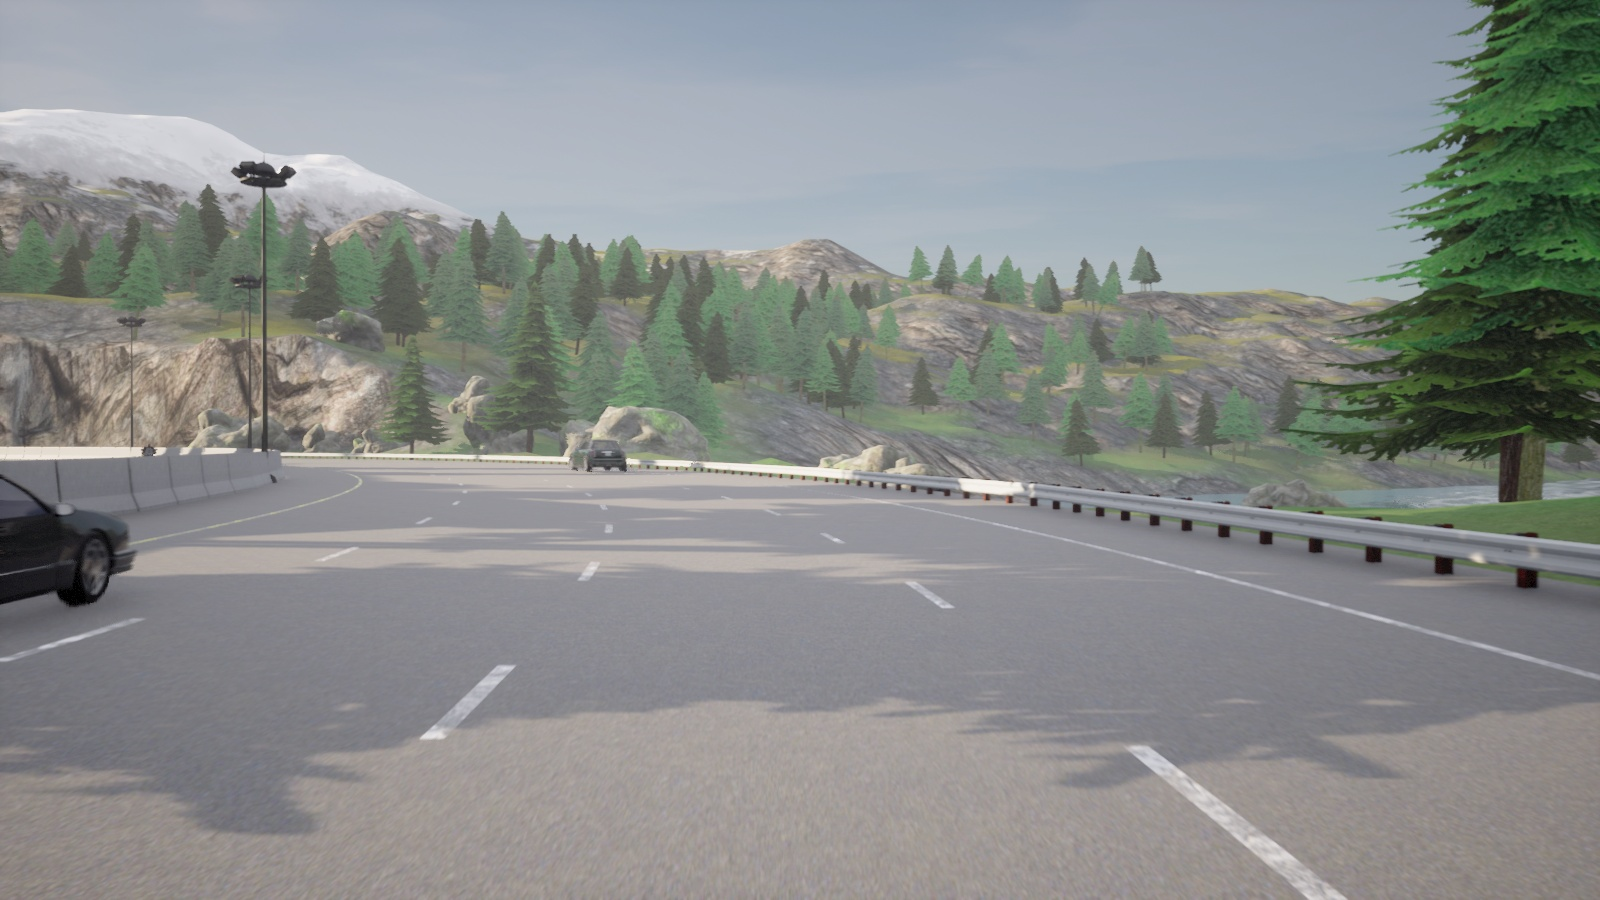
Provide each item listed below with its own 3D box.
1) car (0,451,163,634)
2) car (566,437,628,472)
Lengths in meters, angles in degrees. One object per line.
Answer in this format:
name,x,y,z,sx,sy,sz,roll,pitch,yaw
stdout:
car,-7.306,0.731,10.078,2.033,1.411,5.357,0,0,-5
car,-10.671,0.226,65.761,2.097,1.767,4.553,0,0,-24
